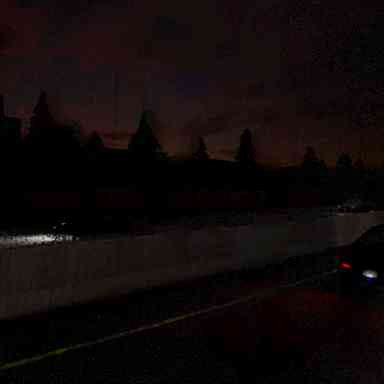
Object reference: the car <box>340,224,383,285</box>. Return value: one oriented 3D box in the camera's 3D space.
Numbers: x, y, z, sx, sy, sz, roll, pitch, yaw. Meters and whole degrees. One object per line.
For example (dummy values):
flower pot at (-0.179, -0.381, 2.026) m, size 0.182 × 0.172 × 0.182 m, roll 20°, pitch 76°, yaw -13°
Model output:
car at (5.436, 1.525, 8.423) m, size 4.674 × 1.442 × 1.812 m, roll 0°, pitch 0°, yaw -41°

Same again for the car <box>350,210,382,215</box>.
car at (15.078, 1.601, 28.313) m, size 1.895 × 1.301 × 4.718 m, roll 0°, pitch 0°, yaw 43°
